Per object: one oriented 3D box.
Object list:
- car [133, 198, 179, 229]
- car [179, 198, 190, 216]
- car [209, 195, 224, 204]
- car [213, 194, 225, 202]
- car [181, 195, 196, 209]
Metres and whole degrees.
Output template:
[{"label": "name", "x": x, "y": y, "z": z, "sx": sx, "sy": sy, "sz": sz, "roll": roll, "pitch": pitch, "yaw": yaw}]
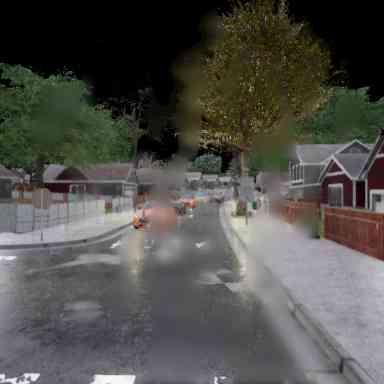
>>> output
[{"label": "car", "x": -2.254, "y": 1.299, "z": 20.954, "sx": 2.097, "sy": 1.767, "sz": 4.553, "roll": 0, "pitch": 0, "yaw": 3}, {"label": "car", "x": -1.620, "y": 1.476, "z": 31.106, "sx": 1.895, "sy": 1.301, "sz": 4.718, "roll": 0, "pitch": 0, "yaw": 4}, {"label": "car", "x": 3.945, "y": 1.191, "z": 55.817, "sx": 1.812, "sy": 1.442, "sz": 4.674, "roll": 0, "pitch": 0, "yaw": 8}, {"label": "car", "x": 5.367, "y": 1.162, "z": 65.594, "sx": 1.895, "sy": 1.301, "sz": 4.718, "roll": 0, "pitch": 1, "yaw": 9}, {"label": "car", "x": -0.649, "y": 1.142, "z": 41.998, "sx": 2.097, "sy": 1.767, "sz": 4.553, "roll": 0, "pitch": 0, "yaw": 6}]
